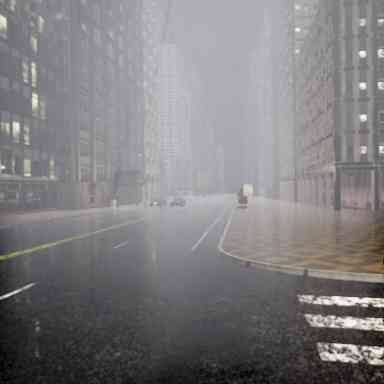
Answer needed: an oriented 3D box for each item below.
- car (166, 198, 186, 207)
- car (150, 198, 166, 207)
[{"bbox_3d":[-2.214,1.670,53.997,2.033,1.411,5.357,-1,0,8],"label":"car"},{"bbox_3d":[-5.430,1.658,54.465,2.128,1.511,4.902,-1,0,8],"label":"car"}]
